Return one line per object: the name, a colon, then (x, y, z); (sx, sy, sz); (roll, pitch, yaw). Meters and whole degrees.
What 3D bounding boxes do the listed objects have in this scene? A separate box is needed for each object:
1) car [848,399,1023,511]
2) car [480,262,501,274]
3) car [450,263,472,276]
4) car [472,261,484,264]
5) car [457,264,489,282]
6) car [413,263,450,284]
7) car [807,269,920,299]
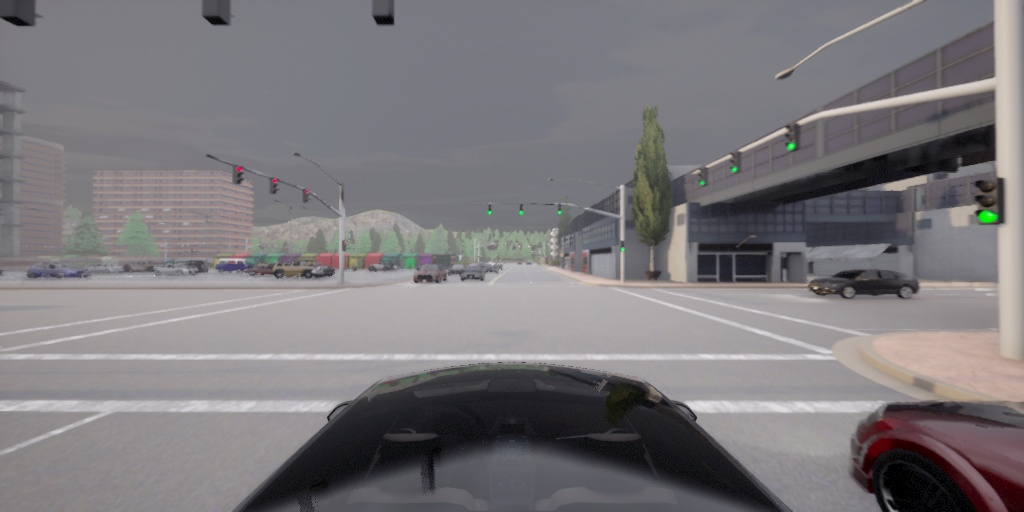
car: (3.649, 1.304, 1.109); (1.994, 1.385, 4.181); (0, -1, 2)
car: (-3.106, 1.901, 52.083); (1.994, 1.385, 4.181); (0, -1, 2)
car: (-6.816, 1.748, 46.116); (1.882, 1.535, 5.008); (0, -1, 2)
car: (-6.311, 1.910, 60.112); (1.882, 1.535, 5.008); (0, 0, 2)
car: (-3.617, 1.688, 33.765); (1.994, 1.385, 4.181); (0, -1, 1)
car: (-7.040, 1.449, 31.144); (2.097, 1.767, 4.553); (0, -1, 1)
car: (18.460, 1.442, 18.949); (4.892, 1.490, 1.837); (0, -1, 0)
